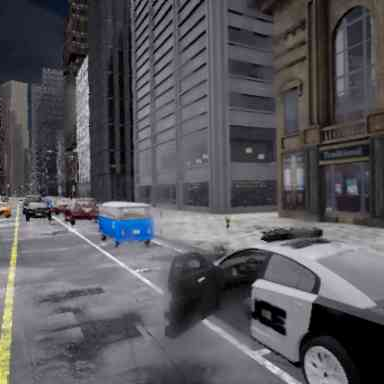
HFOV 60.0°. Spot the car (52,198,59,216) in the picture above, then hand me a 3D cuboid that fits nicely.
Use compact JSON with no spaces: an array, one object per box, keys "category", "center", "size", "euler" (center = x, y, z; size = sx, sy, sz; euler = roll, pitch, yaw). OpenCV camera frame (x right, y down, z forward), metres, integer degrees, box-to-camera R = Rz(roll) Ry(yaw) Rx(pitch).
[{"category":"car","center":[-13.365,1.681,34.638],"size":[1.887,1.381,4.507],"euler":[-1,0,-27]}]

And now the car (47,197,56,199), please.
[{"category":"car","center":[-15.947,1.610,39.618],"size":[1.967,1.590,4.097],"euler":[-1,0,-27]}]

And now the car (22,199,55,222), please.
[{"category":"car","center":[-13.214,1.628,28.496],"size":[1.882,1.535,5.008],"euler":[-1,0,-27]}]

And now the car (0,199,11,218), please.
[{"category":"car","center":[-18.576,1.715,32.074],"size":[1.882,1.535,5.008],"euler":[-1,0,-27]}]

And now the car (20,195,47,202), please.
[{"category":"car","center":[-18.072,1.437,37.711],"size":[2.150,2.045,5.566],"euler":[-1,0,-27]}]

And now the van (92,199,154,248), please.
[{"category":"van","center":[-3.048,1.347,14.716],"size":[1.690,1.788,3.998],"euler":[-1,0,-27]}]

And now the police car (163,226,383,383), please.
[{"category":"police car","center":[1.453,1.378,5.169],"size":[1.930,1.638,5.238],"euler":[-1,0,-27]}]

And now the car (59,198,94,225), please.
[{"category":"car","center":[-8.209,1.386,24.676],"size":[2.192,1.841,5.009],"euler":[-1,0,-27]}]

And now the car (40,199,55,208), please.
[{"category":"car","center":[-23.685,1.814,54.559],"size":[1.887,1.381,4.507],"euler":[-1,0,-27]}]

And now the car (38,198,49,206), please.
[{"category":"car","center":[-28.924,1.863,64.671],"size":[1.752,1.417,4.829],"euler":[-1,0,-27]}]

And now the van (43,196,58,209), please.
[{"category":"van","center":[-21.109,1.577,49.578],"size":[1.690,1.788,3.998],"euler":[-1,0,-27]}]

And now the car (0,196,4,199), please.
[{"category":"car","center":[-41.493,2.081,70.402],"size":[1.752,1.417,4.829],"euler":[-1,0,-27]}]
